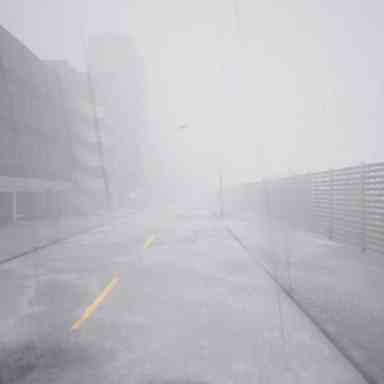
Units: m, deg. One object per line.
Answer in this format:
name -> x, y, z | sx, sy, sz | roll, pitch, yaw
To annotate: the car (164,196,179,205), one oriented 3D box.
car -> -4.040, 1.633, 62.428 | 1.994, 1.385, 4.181 | 0, 0, 0
